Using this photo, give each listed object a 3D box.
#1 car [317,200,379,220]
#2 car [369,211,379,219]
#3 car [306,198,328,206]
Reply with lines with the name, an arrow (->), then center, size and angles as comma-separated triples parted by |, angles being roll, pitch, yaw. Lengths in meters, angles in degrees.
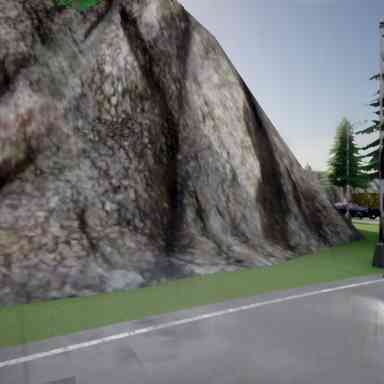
car -> 13.399, 1.601, 28.255 | 1.895, 1.301, 4.718 | 0, 0, -26
car -> 6.358, 1.352, 7.174 | 4.553, 1.767, 2.097 | 0, 0, -26
car -> 21.366, 1.643, 55.735 | 4.718, 1.301, 1.895 | 0, 0, -29
